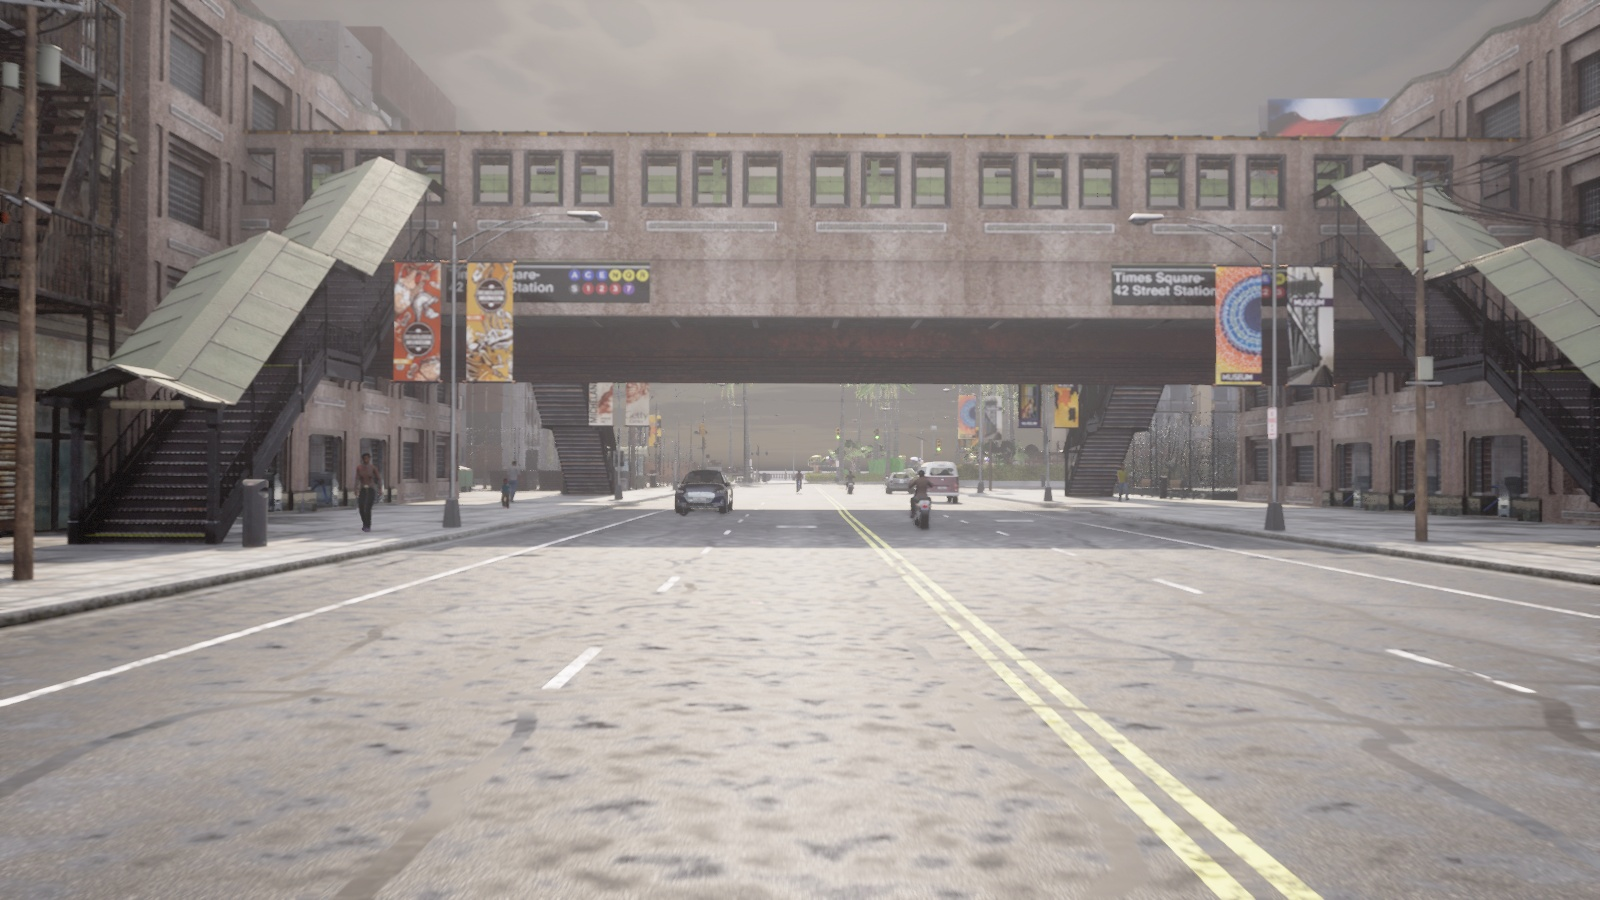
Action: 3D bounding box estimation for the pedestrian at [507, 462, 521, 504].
[{"bbox_3d":[-12.537,1.442,54.999,0.354,1.836,0.706,0,-1,10],"label":"pedestrian"}]

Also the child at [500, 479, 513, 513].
[{"bbox_3d":[-10.544,1.649,45.122,0.343,1.192,0.448,0,-1,4],"label":"child"}]

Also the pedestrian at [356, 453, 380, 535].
[{"bbox_3d":[-9.665,0.980,28.089,0.328,1.805,0.869,0,-1,-6],"label":"pedestrian"}]

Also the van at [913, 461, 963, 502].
[{"bbox_3d":[6.989,1.581,63.968,2.069,2.038,4.480,0,-1,0],"label":"van"}]

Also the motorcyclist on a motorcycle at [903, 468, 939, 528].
[{"bbox_3d":[3.415,1.347,35.587,0.766,1.649,2.350,0,-1,0],"label":"motorcyclist on a motorcycle"}]

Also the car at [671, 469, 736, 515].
[{"bbox_3d":[-3.576,1.552,47.337,2.033,1.649,4.856,0,-1,0],"label":"car"}]

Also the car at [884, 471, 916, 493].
[{"bbox_3d":[6.989,2.223,87.835,1.970,1.475,3.806,0,-1,1],"label":"car"}]

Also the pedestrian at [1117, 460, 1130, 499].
[{"bbox_3d":[15.290,1.404,59.368,0.354,1.836,0.706,0,-1,-10],"label":"pedestrian"}]
